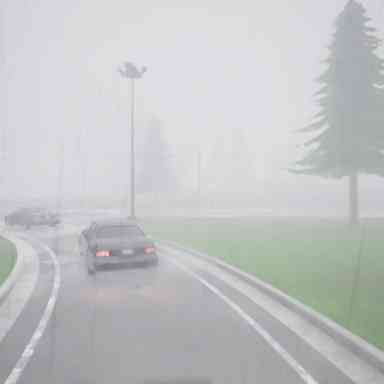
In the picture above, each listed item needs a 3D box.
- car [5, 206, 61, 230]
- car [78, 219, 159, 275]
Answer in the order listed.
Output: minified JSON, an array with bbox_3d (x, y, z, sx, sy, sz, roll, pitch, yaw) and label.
[{"bbox_3d":[-10.682,1.642,22.154,5.357,1.411,2.033,0,0,44],"label":"car"},{"bbox_3d":[-2.573,1.578,10.758,2.033,1.411,5.357,0,0,-22],"label":"car"}]
